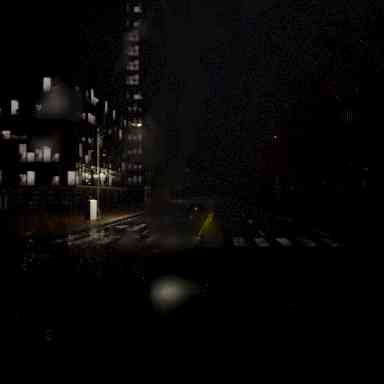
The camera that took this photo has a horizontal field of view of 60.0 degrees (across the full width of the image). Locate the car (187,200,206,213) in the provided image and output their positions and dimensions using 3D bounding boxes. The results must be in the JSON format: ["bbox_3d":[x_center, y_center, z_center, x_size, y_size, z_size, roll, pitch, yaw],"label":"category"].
[{"bbox_3d":[0.537,1.614,36.681,1.994,1.385,4.181,0,0,4],"label":"car"}]
